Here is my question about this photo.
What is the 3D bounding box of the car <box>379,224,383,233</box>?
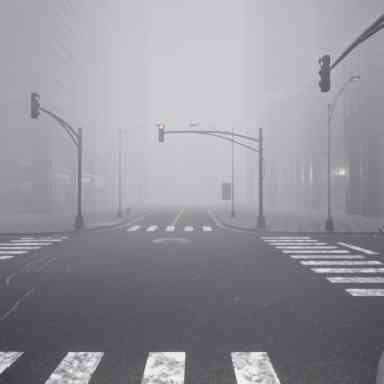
[{"bbox_3d":[11.760,1.564,16.189,4.829,1.417,1.752,0,-1,0],"label":"car"}]
